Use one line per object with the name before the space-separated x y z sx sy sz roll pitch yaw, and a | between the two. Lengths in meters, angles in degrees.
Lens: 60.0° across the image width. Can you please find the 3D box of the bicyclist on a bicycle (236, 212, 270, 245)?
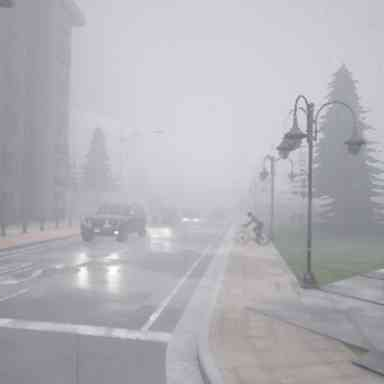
bicyclist on a bicycle | 2.980 1.802 16.337 1.656 1.620 0.582 1 -2 9

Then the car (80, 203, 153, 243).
car | -4.195 1.629 18.881 2.150 2.045 5.566 1 -2 9

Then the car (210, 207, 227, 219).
car | 3.587 2.769 45.010 2.128 1.511 4.902 1 -2 9

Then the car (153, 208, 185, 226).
car | -2.350 2.254 30.770 2.128 1.511 4.902 1 -2 9

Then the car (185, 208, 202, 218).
car | 0.138 2.876 46.274 1.895 1.301 4.718 1 -2 9
